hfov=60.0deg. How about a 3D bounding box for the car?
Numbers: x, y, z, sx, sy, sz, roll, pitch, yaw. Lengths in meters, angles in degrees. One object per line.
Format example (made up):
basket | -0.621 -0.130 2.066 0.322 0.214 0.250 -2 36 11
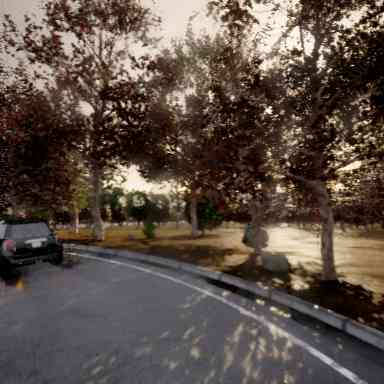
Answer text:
car | -6.702 1.770 12.138 4.553 1.767 2.097 -2 0 39
